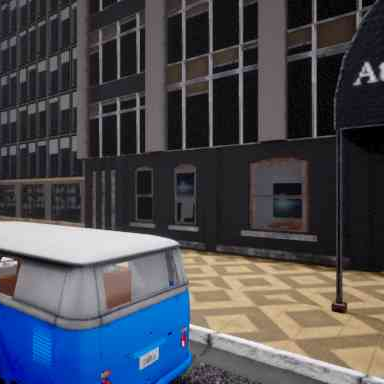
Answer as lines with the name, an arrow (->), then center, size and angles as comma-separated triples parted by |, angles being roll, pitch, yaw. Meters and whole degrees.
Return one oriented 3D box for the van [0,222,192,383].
van -> -1.912, 1.341, 4.233 | 3.998, 1.788, 1.690 | 0, 0, 35
